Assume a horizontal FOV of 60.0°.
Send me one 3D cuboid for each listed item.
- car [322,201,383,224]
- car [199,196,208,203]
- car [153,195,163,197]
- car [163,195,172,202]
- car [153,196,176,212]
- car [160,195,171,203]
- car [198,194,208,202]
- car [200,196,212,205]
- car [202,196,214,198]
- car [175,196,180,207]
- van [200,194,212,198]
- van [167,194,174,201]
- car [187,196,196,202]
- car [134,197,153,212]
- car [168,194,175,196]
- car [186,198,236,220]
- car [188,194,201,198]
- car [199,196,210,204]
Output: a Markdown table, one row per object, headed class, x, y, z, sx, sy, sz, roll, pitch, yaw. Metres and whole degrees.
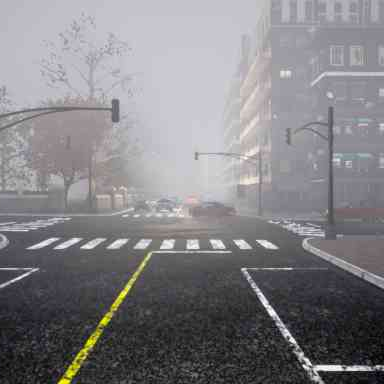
| class | x | y | z | sx | sy | sz | roll | pitch | yaw |
| --- | --- | --- | --- | --- | --- | --- | --- | --- | --- |
| car | 13.413 | 1.609 | 27.426 | 5.009 | 1.841 | 2.192 | 1 | -1 | -1 |
| car | 2.546 | 1.619 | 73.508 | 1.887 | 1.381 | 4.507 | 0 | 0 | 0 |
| car | -5.788 | 1.561 | 50.801 | 1.752 | 1.417 | 4.829 | 0 | 0 | 0 |
| car | -5.846 | 1.526 | 79.121 | 1.967 | 1.590 | 4.097 | 0 | 0 | 0 |
| car | -3.171 | 1.548 | 39.117 | 1.812 | 1.442 | 4.674 | 0 | 0 | 0 |
| car | -5.835 | 1.515 | 73.492 | 1.967 | 1.590 | 4.097 | 0 | 0 | 0 |
| car | 2.535 | 1.401 | 79.138 | 2.192 | 1.841 | 5.009 | 0 | 0 | 0 |
| car | 2.569 | 1.494 | 62.248 | 1.967 | 1.590 | 4.097 | 0 | 0 | 0 |
| car | 2.603 | 1.574 | 45.357 | 1.887 | 1.381 | 4.507 | 0 | 0 | 0 |
| car | -3.190 | 1.635 | 49.041 | 1.895 | 1.301 | 4.718 | 0 | 0 | 0 |
| van | 2.592 | 1.377 | 50.988 | 1.690 | 1.788 | 3.998 | 0 | 0 | 0 |
| van | -5.869 | 1.453 | 90.382 | 1.690 | 1.788 | 3.998 | 0 | 0 | 0 |
| car | -0.159 | 1.628 | 80.147 | 2.033 | 1.411 | 5.357 | 0 | 0 | 0 |
| car | -5.766 | 1.589 | 39.710 | 1.947 | 1.339 | 4.313 | 0 | 0 | 0 |
| car | -3.195 | 1.554 | 59.232 | 1.837 | 1.490 | 4.892 | 0 | 0 | 0 |
| car | 1.718 | 1.534 | 28.652 | 1.812 | 1.442 | 4.674 | -1 | 1 | -42 |
| car | -0.015 | 1.399 | 58.918 | 2.097 | 1.767 | 4.553 | 0 | 0 | 0 |
| car | 2.557 | 1.615 | 67.878 | 2.008 | 1.369 | 4.403 | 0 | 0 | 0 |
